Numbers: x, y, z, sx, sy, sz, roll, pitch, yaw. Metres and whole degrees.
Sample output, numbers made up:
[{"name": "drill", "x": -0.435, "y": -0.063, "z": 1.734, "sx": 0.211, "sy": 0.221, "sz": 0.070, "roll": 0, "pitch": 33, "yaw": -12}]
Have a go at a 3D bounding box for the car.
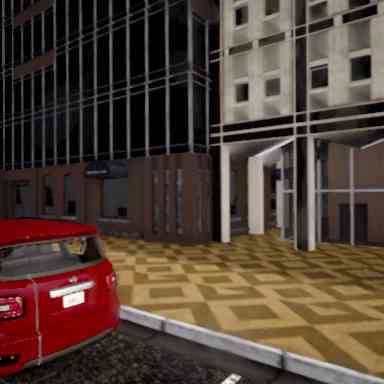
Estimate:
[{"name": "car", "x": -3.314, "y": 1.338, "z": 5.252, "sx": 5.009, "sy": 1.841, "sz": 2.192, "roll": 0, "pitch": 0, "yaw": 36}]
